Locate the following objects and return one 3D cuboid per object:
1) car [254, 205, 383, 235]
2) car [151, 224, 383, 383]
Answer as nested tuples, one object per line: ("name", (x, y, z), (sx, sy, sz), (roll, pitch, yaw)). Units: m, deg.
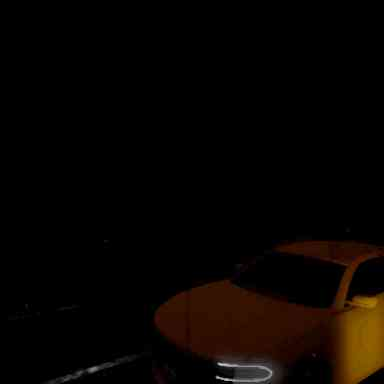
("car", (3.709, 1.323, 9.175), (5.009, 1.841, 2.192), (0, 0, -35))
("car", (1.821, 1.482, 4.677), (5.008, 1.535, 1.882), (0, 0, -35))
